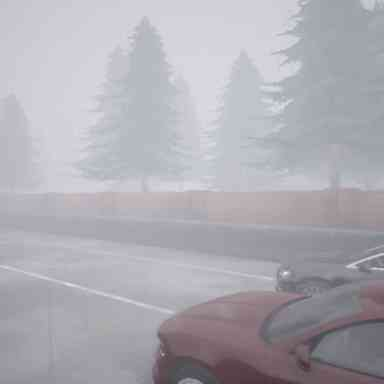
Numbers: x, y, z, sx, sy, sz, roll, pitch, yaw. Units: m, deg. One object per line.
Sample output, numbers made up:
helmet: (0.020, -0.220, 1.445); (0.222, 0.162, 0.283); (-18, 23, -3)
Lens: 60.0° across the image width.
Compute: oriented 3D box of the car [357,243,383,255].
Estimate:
car: (3.870, 1.525, 5.613); (4.902, 1.511, 2.128); (0, 0, 36)

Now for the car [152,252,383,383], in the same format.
car: (1.886, 1.494, 2.722); (5.008, 1.535, 1.882); (0, 0, 36)
